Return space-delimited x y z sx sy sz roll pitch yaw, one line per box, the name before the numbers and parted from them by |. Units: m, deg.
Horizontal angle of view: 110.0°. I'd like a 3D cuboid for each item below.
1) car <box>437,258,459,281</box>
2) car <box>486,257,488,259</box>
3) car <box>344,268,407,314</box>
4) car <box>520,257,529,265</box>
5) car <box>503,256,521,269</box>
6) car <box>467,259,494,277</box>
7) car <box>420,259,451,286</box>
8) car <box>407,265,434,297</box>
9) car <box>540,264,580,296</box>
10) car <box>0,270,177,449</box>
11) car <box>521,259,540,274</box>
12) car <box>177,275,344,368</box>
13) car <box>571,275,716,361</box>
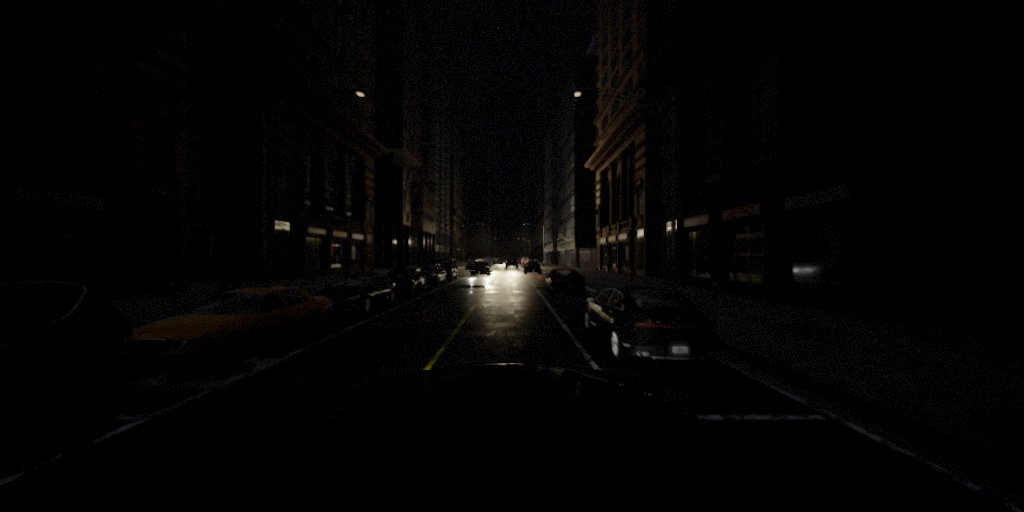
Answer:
car | -5.773 1.101 30.465 2.192 1.841 5.009 0 0 0
car | -5.786 1.273 64.076 1.967 1.591 4.097 0 0 0
car | -5.767 1.315 13.660 2.007 1.370 4.403 0 0 0
car | 2.742 1.351 58.655 1.751 1.417 4.829 0 0 0
car | -0.022 1.047 60.349 2.150 2.045 5.566 0 0 0
car | -3.103 1.300 36.383 1.837 1.490 4.892 0 0 0
car | -5.771 1.219 24.864 1.967 1.591 4.097 0 0 0
car | -5.769 1.338 19.262 1.948 1.339 4.313 0 0 0
car | 2.756 1.318 19.271 1.888 1.381 4.507 0 0 0
car | -5.763 1.065 2.456 2.192 1.841 5.009 0 0 0
car | 2.337 1.327 40.962 1.812 1.442 4.674 0 0 0
car | -5.765 1.283 7.889 1.751 1.417 4.829 0 0 0
car | 2.760 1.309 8.066 2.007 1.370 4.403 0 0 0
